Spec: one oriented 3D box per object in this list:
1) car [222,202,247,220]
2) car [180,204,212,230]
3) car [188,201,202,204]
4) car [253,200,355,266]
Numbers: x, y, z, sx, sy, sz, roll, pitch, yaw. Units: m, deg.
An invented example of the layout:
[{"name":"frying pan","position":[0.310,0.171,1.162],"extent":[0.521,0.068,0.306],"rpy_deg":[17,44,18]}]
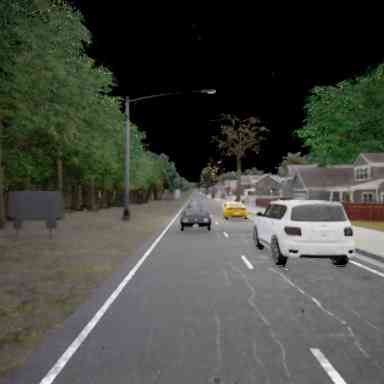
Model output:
[{"name":"car","position":[3.802,1.640,30.335],"extent":[1.882,1.535,5.008],"rpy_deg":[0,0,0]},{"name":"car","position":[0.241,1.713,21.804],"extent":[1.895,1.301,4.718],"rpy_deg":[0,0,0]},{"name":"car","position":[0.385,1.777,42.044],"extent":[1.994,1.385,4.181],"rpy_deg":[0,0,0]},{"name":"car","position":[3.675,1.291,11.930],"extent":[2.150,2.045,5.566],"rpy_deg":[0,0,0]}]
